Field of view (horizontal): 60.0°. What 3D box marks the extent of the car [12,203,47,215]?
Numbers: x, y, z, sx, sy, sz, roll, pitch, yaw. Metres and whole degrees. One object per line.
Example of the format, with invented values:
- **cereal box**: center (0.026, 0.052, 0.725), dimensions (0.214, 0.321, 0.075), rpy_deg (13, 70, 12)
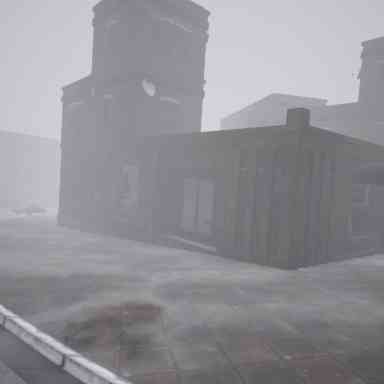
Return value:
- **car**: center (-20.223, 2.105, 41.609), dimensions (2.033, 1.411, 5.357), rpy_deg (4, -2, 3)
